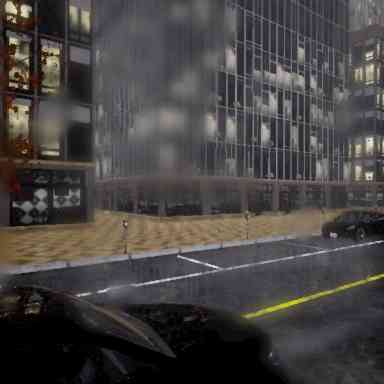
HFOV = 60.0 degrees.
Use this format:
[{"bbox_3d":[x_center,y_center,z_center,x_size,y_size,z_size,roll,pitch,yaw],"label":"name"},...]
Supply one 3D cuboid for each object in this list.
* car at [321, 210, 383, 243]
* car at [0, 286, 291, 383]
[{"bbox_3d":[8.141,1.563,16.226,4.313,1.339,1.947,0,0,-35],"label":"car"},{"bbox_3d":[-1.268,1.525,2.529,4.674,1.442,1.812,0,0,-35],"label":"car"}]
